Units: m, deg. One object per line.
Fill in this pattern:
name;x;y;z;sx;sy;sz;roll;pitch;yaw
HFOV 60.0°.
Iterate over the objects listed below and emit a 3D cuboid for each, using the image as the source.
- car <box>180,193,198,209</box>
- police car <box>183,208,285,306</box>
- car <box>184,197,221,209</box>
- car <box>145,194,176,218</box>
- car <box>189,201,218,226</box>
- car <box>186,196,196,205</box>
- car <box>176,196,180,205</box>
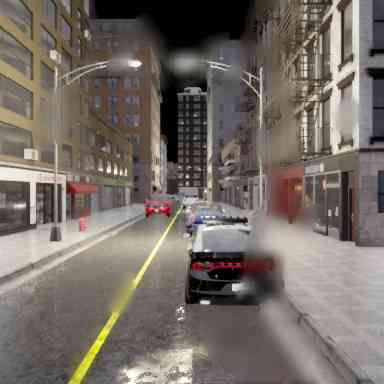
car;-0.110;1.212;45.946;2.150;2.045;5.566;0;0;0
police car;0.799;1.424;8.260;1.930;1.638;5.238;0;0;0
car;0.767;1.347;18.121;2.097;1.767;4.553;0;0;0
car;-2.946;1.214;30.525;2.150;2.045;5.566;0;0;0
car;0.749;1.472;24.150;1.882;1.535;5.008;0;0;0
car;-0.193;1.517;60.745;1.812;1.442;4.674;0;0;0
car;-2.938;1.496;59.200;1.837;1.490;4.892;0;0;0
